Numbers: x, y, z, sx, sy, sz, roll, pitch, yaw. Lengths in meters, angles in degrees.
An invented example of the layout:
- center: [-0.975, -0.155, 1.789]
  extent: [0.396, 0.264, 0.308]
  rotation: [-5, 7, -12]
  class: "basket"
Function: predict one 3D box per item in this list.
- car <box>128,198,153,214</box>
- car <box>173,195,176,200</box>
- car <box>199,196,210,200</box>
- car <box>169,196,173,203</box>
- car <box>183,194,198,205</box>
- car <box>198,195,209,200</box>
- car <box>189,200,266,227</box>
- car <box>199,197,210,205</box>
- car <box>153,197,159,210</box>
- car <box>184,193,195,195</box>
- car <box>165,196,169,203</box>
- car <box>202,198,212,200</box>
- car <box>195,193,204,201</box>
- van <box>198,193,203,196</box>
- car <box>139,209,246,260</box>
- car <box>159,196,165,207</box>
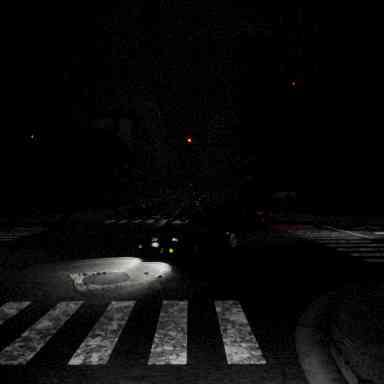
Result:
- center: [-5.699, 1.480, 36.160]
  extent: [1.967, 1.590, 4.097]
  rotation: [0, 0, 0]
  class: "car"
- center: [-5.658, 1.694, 80.246]
  extent: [2.008, 1.369, 4.403]
  rotation: [0, 0, 0]
  class: "car"
- center: [2.336, 1.641, 47.175]
  extent: [1.802, 1.307, 4.206]
  rotation: [0, 0, 0]
  class: "car"
- center: [-5.668, 1.552, 69.225]
  extent: [1.967, 1.590, 4.097]
  rotation: [0, 0, 0]
  class: "car"
- center: [-0.200, 1.636, 60.505]
  extent: [2.033, 1.411, 5.357]
  rotation: [0, 0, 1]
  class: "car"
- center: [2.341, 1.637, 52.685]
  extent: [1.947, 1.339, 4.313]
  rotation: [0, 0, 0]
  class: "car"
- center: [2.526, 1.522, 22.638]
  extent: [4.892, 1.490, 1.837]
  rotation: [0, 2, 30]
  class: "car"
- center: [2.351, 1.647, 63.706]
  extent: [2.008, 1.369, 4.403]
  rotation: [0, 0, 0]
  class: "car"
- center: [-5.694, 1.490, 41.671]
  extent: [1.967, 1.590, 4.097]
  rotation: [0, 0, 0]
  class: "car"
- center: [-0.275, 1.625, 73.874]
  extent: [1.837, 1.490, 4.892]
  rotation: [0, 0, 0]
  class: "car"
- center: [-5.678, 1.634, 58.203]
  extent: [2.008, 1.369, 4.403]
  rotation: [0, 0, 0]
  class: "car"
- center: [2.326, 1.606, 36.152]
  extent: [1.947, 1.339, 4.313]
  rotation: [0, 0, 0]
  class: "car"
- center: [2.009, 1.401, 90.152]
  extent: [2.150, 2.045, 5.566]
  rotation: [0, 0, 0]
  class: "car"
- center: [2.346, 1.424, 58.196]
  extent: [1.690, 1.788, 3.998]
  rotation: [0, 0, 0]
  class: "van"
- center: [0.004, 1.556, 12.538]
  extent: [1.994, 1.385, 4.181]
  rotation: [-1, 0, 39]
  class: "car"
- center: [-5.684, 1.653, 52.692]
  extent: [1.802, 1.307, 4.206]
  rotation: [0, 0, 0]
  class: "car"
